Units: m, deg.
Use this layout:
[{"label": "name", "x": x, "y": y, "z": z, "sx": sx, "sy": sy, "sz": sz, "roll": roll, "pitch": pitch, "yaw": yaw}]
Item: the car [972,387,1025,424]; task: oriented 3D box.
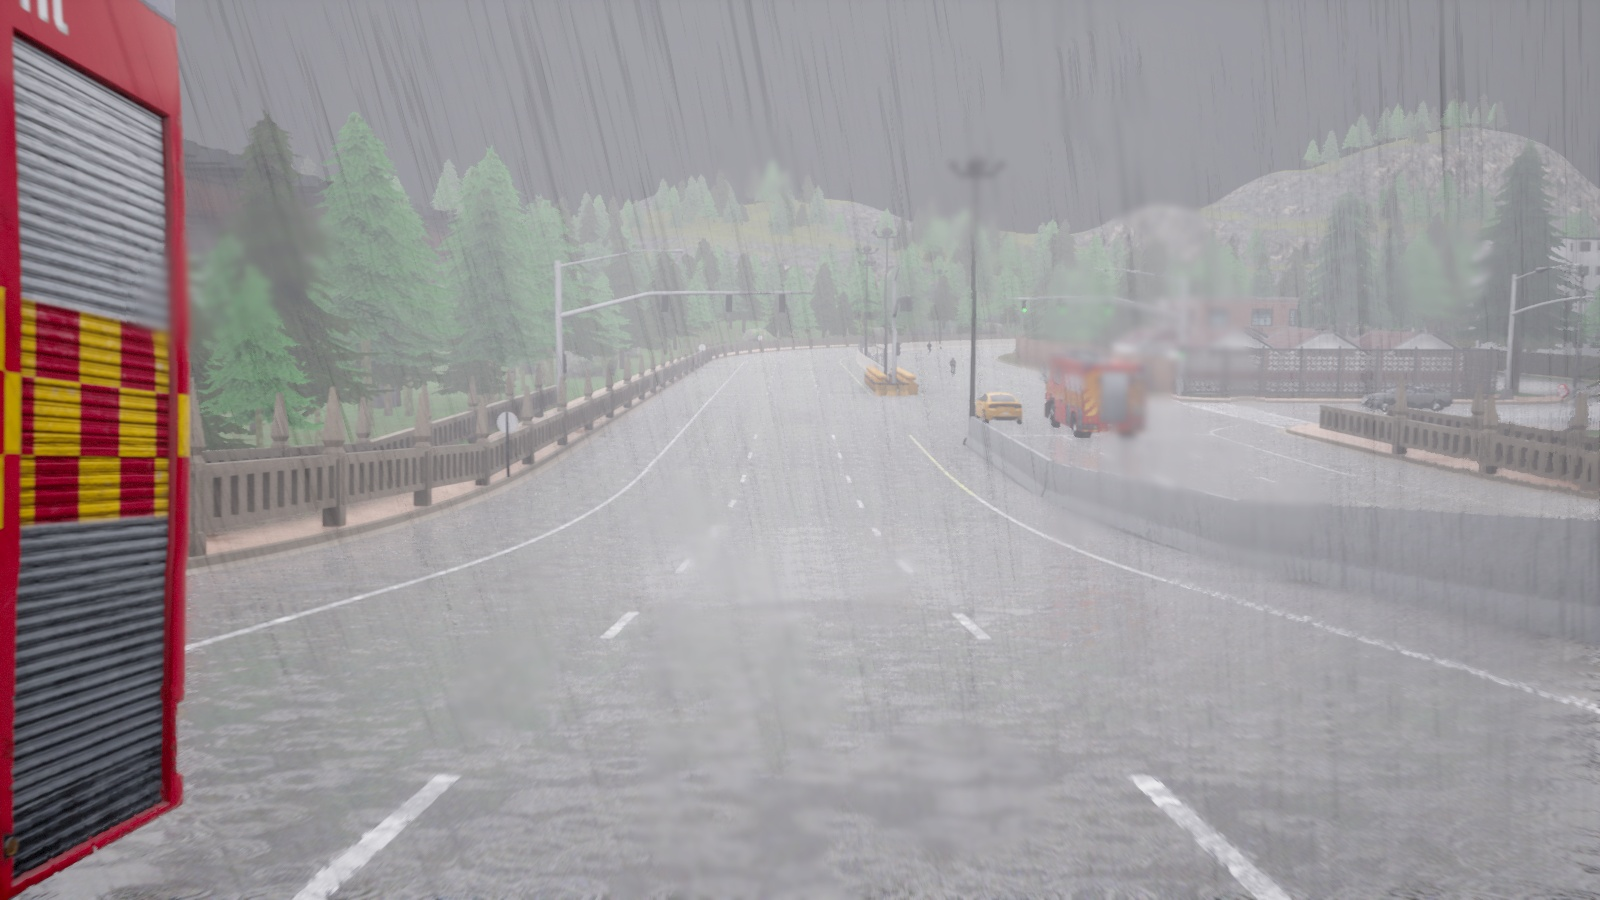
[{"label": "car", "x": 10.174, "y": -2.329, "z": 64.802, "sx": 1.882, "sy": 1.535, "sz": 5.008, "roll": 0, "pitch": 6, "yaw": 0}]

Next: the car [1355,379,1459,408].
[{"label": "car", "x": 34.937, "y": -3.287, "z": 72.434, "sx": 4.902, "sy": 1.511, "sz": 2.128, "roll": 0, "pitch": 6, "yaw": 1}]

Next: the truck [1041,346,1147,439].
[{"label": "truck", "x": 13.716, "y": -2.882, "z": 59.301, "sx": 2.891, "sy": 3.827, "sz": 8.468, "roll": 0, "pitch": 6, "yaw": 0}]
